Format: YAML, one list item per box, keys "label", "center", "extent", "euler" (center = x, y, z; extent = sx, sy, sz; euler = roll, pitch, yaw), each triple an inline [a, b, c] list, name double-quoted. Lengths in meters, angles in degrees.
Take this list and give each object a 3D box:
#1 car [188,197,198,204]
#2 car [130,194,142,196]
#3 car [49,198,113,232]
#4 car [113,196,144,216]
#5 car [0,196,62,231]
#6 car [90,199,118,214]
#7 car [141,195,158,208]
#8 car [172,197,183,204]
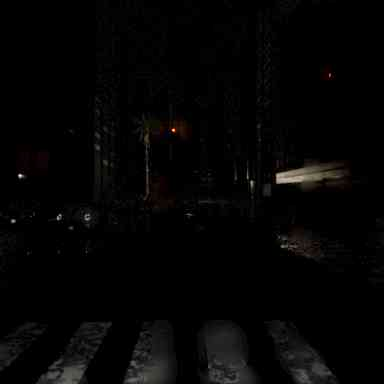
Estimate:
- label: "car"
  center: [0.210, 1.787, 69.897]
  extent: [1.994, 1.385, 4.181]
  euler: [0, 0, 0]
- label: "car"
  center: [-9.716, 1.392, 57.570]
  extent: [2.150, 2.045, 5.566]
  euler: [0, -1, 1]
- label: "car"
  center: [-6.568, 1.390, 20.316]
  extent: [2.097, 1.767, 4.553]
  euler: [0, 0, 0]
- label: "car"
  center: [-6.545, 1.556, 34.447]
  extent: [1.882, 1.535, 5.008]
  euler: [0, 0, 0]
- label: "car"
  center: [-9.818, 1.264, 21.036]
  extent: [2.150, 2.045, 5.566]
  euler: [0, 0, 0]
- label: "car"
  center: [-9.791, 1.565, 37.409]
  extent: [1.882, 1.535, 5.008]
  euler: [0, 0, 0]
- label: "car"
  center: [-6.501, 1.623, 52.375]
  extent: [1.882, 1.535, 5.008]
  euler: [0, 0, 0]
- label: "car"
  center: [-3.040, 1.787, 69.877]
  extent: [1.994, 1.385, 4.181]
  euler: [0, 0, 0]
